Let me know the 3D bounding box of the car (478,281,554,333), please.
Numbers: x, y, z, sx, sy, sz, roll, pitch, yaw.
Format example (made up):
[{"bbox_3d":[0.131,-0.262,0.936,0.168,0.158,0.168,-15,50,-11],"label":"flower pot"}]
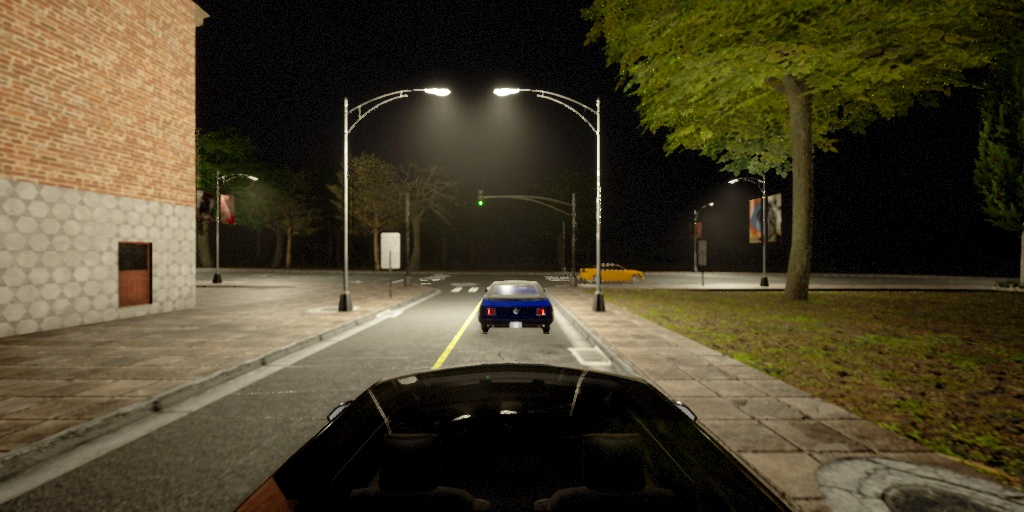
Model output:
[{"bbox_3d":[0.098,1.409,10.958,1.895,1.301,4.718,0,0,0],"label":"car"}]

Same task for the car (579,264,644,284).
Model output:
[{"bbox_3d":[7.743,1.362,27.899,5.008,1.535,1.882,0,-1,-6],"label":"car"}]
